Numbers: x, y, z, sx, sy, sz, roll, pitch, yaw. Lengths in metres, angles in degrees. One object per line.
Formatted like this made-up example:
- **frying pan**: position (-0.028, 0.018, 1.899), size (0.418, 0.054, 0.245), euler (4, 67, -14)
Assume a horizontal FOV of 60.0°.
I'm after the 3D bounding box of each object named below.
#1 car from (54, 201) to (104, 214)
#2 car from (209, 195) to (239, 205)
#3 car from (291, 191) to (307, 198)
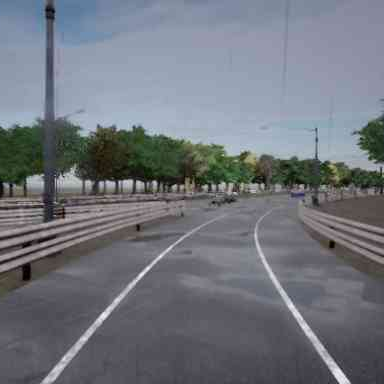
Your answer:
- **car**: position (-9.967, 1.489, 29.189), size (1.812, 1.442, 4.674), euler (1, 2, 39)
- **car**: position (4.578, 1.080, 47.190), size (2.033, 1.411, 5.357), euler (1, 2, 39)
- **car**: position (22.176, 0.474, 68.966), size (1.882, 1.535, 5.008), euler (1, 2, 39)
